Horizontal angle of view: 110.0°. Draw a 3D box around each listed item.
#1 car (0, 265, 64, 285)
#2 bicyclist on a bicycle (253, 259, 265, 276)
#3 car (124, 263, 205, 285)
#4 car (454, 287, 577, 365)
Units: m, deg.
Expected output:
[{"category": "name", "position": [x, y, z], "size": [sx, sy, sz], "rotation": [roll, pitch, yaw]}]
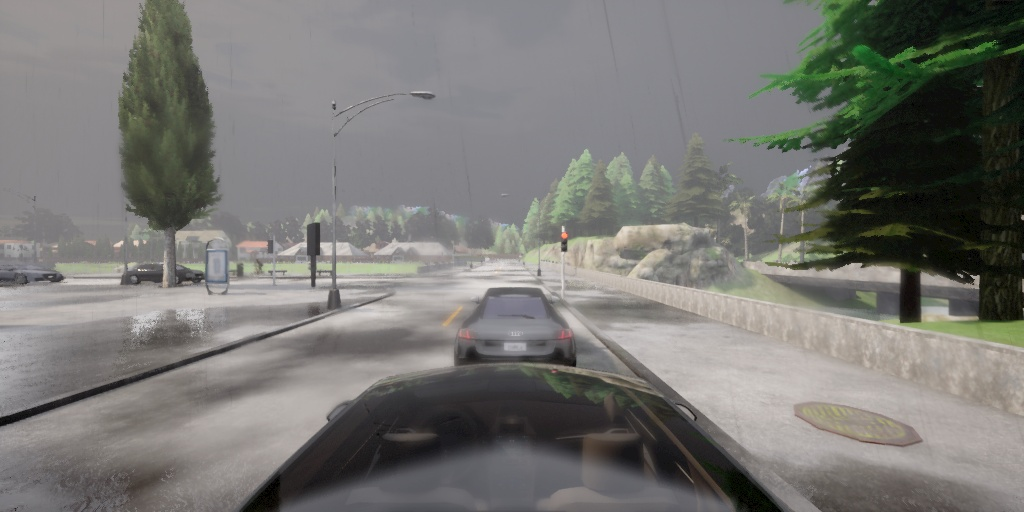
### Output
[{"category": "car", "position": [-35.146, 1.314, 25.745], "size": [4.181, 1.385, 1.994], "rotation": [0, 0, 0]}, {"category": "bicyclist on a bicycle", "position": [-24.104, 1.099, 34.140], "size": [0.582, 1.620, 1.656], "rotation": [0, 0, 0]}, {"category": "car", "position": [-24.836, 1.255, 25.742], "size": [4.892, 1.490, 1.837], "rotation": [0, 0, 0]}, {"category": "car", "position": [0.063, 1.314, 7.318], "size": [1.994, 1.385, 4.181], "rotation": [0, 0, 0]}]
